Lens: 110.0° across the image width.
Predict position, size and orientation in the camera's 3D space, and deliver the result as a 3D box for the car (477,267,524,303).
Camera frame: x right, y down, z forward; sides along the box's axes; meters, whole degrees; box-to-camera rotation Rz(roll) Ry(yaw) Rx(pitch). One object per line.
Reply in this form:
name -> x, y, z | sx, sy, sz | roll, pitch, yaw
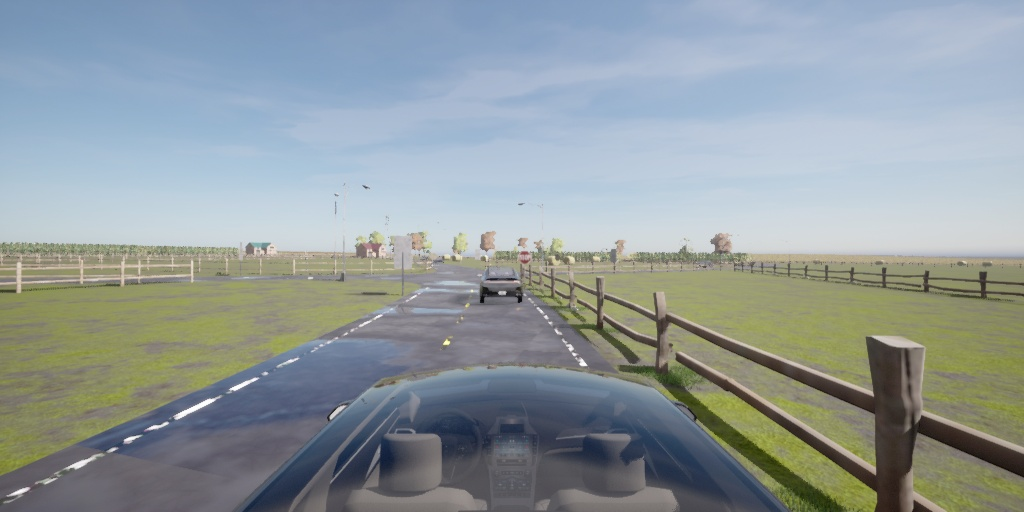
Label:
car -> -0.572, 1.246, 16.610 | 2.128, 1.511, 4.902 | 0, 0, -4
